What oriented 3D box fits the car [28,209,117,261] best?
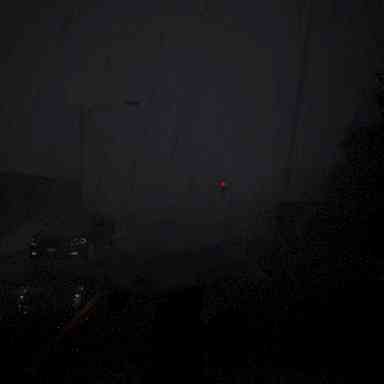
[{"bbox_3d":[-4.128,1.432,12.258,1.882,1.535,5.008,0,0,0],"label":"car"}]
